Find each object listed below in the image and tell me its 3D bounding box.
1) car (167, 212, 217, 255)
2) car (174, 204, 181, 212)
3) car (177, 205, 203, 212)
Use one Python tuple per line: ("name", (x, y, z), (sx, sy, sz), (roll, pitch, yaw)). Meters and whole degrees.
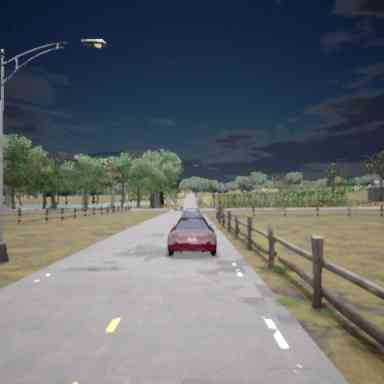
("car", (0.012, 1.771, 14.301), (1.994, 1.385, 4.181), (0, -1, 0))
("car", (-2.709, 3.320, 68.821), (2.128, 1.511, 4.902), (0, -2, 0))
("car", (0.021, 2.112, 29.354), (1.994, 1.385, 4.181), (0, -1, 0))
